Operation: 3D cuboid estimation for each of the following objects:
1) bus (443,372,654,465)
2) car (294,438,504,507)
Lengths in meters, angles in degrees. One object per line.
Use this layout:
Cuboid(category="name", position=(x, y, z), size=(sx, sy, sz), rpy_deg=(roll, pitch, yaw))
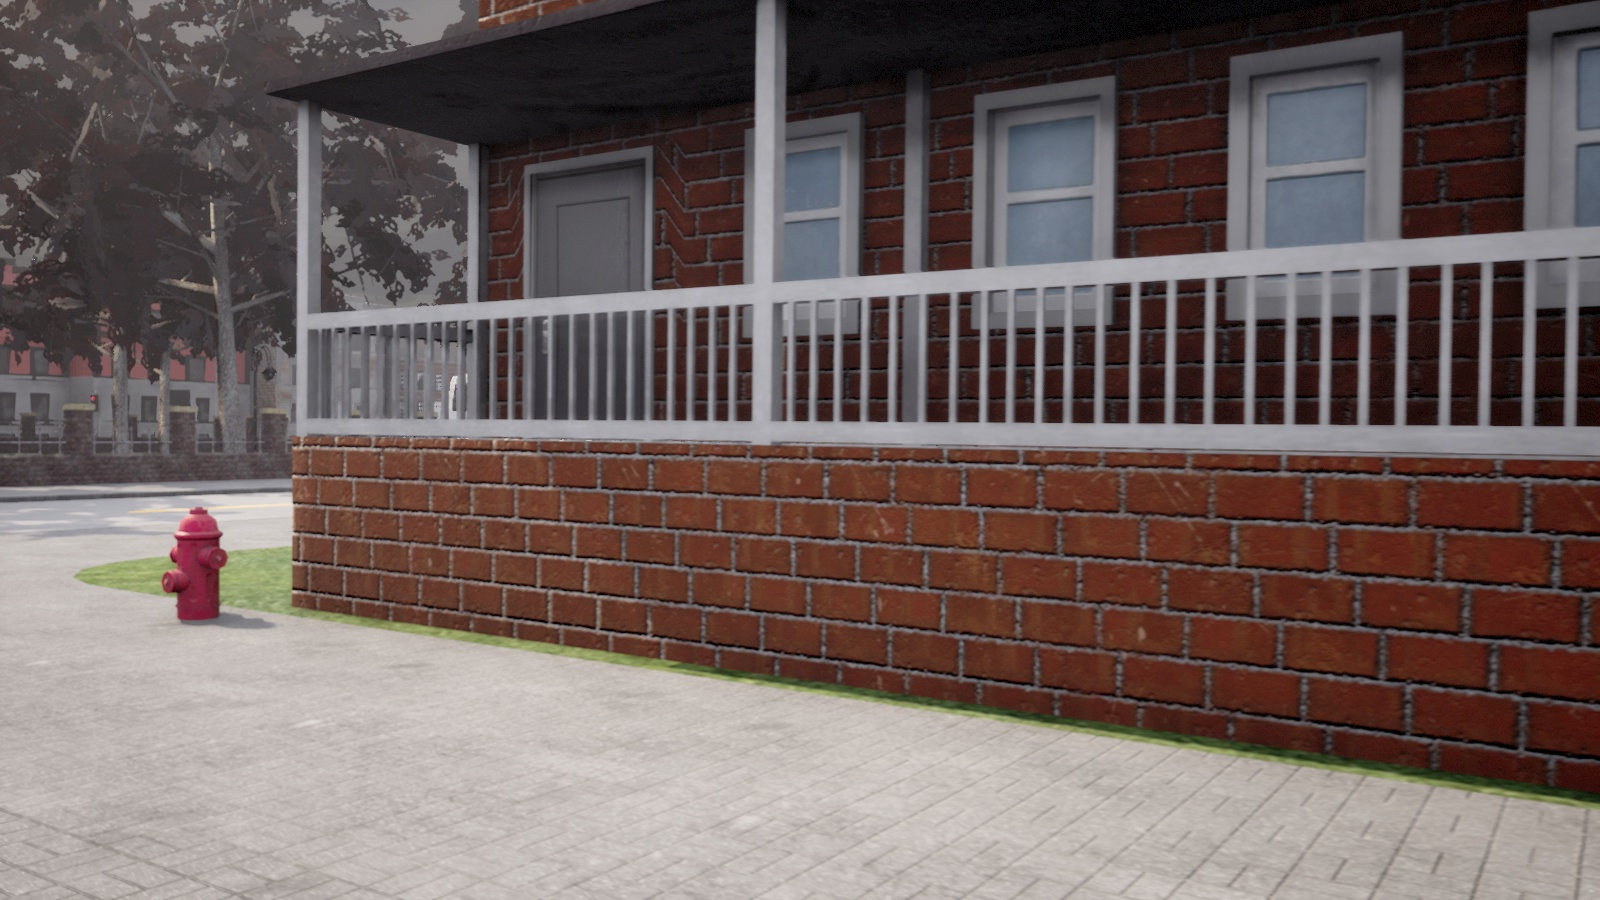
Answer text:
Cuboid(category="bus", position=(-12.478, -1.482, 61.868), size=(10.273, 4.253, 3.944), rpy_deg=(0, 1, 32))
Cuboid(category="car", position=(-8.833, 0.439, 28.020), size=(1.994, 1.385, 4.181), rpy_deg=(0, 1, 31))
